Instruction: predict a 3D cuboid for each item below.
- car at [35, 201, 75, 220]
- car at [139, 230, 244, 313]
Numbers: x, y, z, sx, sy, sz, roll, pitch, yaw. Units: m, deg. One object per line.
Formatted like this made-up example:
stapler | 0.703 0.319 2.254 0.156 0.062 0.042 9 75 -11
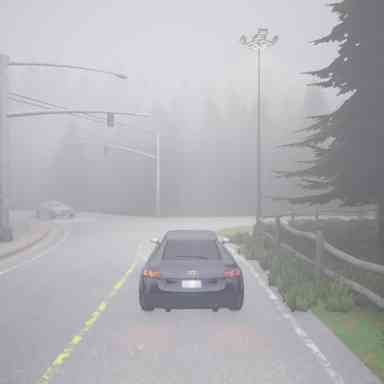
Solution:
car | -11.857 1.525 28.627 4.674 1.442 1.812 0 0 42
car | -0.029 1.564 7.775 1.994 1.385 4.181 0 0 -1
